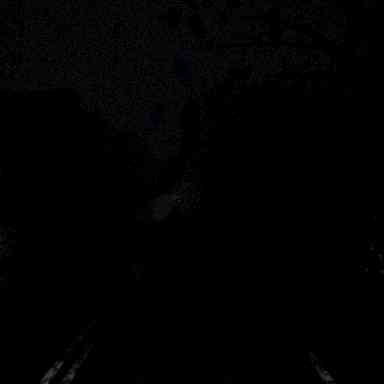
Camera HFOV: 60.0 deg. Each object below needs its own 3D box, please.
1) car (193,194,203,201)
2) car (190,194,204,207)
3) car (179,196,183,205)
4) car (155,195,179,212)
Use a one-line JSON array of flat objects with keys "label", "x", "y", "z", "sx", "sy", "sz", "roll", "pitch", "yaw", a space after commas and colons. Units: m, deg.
[{"label": "car", "x": 1.407, "y": 1.254, "z": 75.434, "sx": 2.033, "sy": 1.411, "sz": 5.357, "roll": 0, "pitch": 0, "yaw": 1}, {"label": "car", "x": 0.758, "y": 1.429, "z": 47.328, "sx": 2.033, "sy": 1.411, "sz": 5.357, "roll": 0, "pitch": 0, "yaw": 2}, {"label": "car", "x": -2.455, "y": 1.323, "z": 54.569, "sx": 1.882, "sy": 1.535, "sz": 5.008, "roll": 0, "pitch": 0, "yaw": 2}, {"label": "car", "x": -2.931, "y": 1.425, "z": 37.007, "sx": 2.128, "sy": 1.511, "sz": 4.902, "roll": 0, "pitch": 0, "yaw": 1}]
